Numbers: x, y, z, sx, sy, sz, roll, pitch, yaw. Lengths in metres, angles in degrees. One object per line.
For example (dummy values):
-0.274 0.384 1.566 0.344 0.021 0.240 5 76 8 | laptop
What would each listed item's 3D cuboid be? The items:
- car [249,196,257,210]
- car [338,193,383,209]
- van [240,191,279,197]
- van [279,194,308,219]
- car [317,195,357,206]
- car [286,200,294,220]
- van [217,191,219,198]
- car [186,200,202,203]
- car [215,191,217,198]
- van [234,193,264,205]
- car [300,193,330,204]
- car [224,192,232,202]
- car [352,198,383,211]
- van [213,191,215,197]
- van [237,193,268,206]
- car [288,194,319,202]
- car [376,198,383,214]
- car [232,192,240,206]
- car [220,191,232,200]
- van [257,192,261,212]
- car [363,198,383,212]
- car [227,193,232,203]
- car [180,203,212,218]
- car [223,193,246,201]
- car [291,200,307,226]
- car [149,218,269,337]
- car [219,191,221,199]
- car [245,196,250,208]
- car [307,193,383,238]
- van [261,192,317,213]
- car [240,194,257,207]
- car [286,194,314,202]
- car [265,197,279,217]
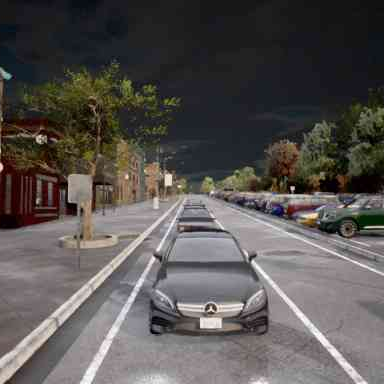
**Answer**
9.168 1.470 36.689 4.792 1.488 2.163 0 0 0 | car
22.146 1.153 43.011 5.566 2.045 2.435 0 0 0 | car
9.196 1.163 45.106 4.442 1.987 1.878 0 0 0 | van
9.336 1.237 25.474 4.442 1.987 1.878 0 0 0 | van
22.301 1.332 51.341 5.366 1.575 1.946 0 1 0 | car
9.242 1.506 22.670 4.674 1.452 2.002 0 0 0 | car
8.723 0.864 78.740 4.442 1.987 1.878 0 1 0 | van
0.219 1.442 29.884 2.128 1.511 4.902 0 0 0 | car
8.814 1.064 81.545 5.008 1.535 2.097 0 1 0 | car
9.136 1.088 53.513 4.442 1.987 1.878 0 1 0 | van
22.086 1.136 59.667 4.553 1.767 2.185 0 1 0 | car
8.957 1.279 61.924 4.674 1.452 2.002 0 1 0 | car
22.223 1.452 40.238 4.792 1.488 2.163 0 0 0 | car
8.643 0.764 89.952 4.442 1.987 1.878 0 1 0 | van
9.156 1.113 50.710 4.442 1.987 1.878 0 1 0 | van
21.831 1.209 65.217 5.366 1.575 1.946 0 0 0 | car
22.418 1.444 34.684 5.366 1.575 1.946 0 0 0 | car
9.031 1.113 47.905 5.566 2.045 2.435 0 1 0 | car
8.911 0.963 64.724 5.566 2.045 2.435 0 1 0 | car
9.276 1.222 33.885 4.442 1.987 1.878 0 0 0 | van
22.184 1.469 37.455 4.792 1.488 2.163 0 0 0 | car
8.993 1.290 56.318 4.892 1.521 2.231 0 1 0 | car
0.193 1.532 17.436 2.033 1.411 5.357 0 0 0 | car
8.868 1.039 70.332 4.553 1.767 2.185 0 1 0 | car
9.074 1.466 19.866 5.366 1.575 1.946 0 0 0 | car
0.252 1.524 6.857 1.812 1.442 4.674 0 0 0 | car
8.891 0.938 67.528 5.566 2.045 2.435 0 1 0 | car
9.117 1.466 39.496 4.674 1.452 2.002 0 0 0 | car
9.251 1.221 17.063 5.566 2.045 2.435 0 0 0 | car
9.063 1.230 31.082 4.442 1.987 1.878 0 0 0 | van
9.105 1.409 42.299 4.892 1.521 2.231 0 0 0 | car
22.002 1.188 67.995 4.892 1.521 2.231 0 1 0 | car
9.194 1.460 28.276 5.008 1.535 2.097 0 0 0 | car
